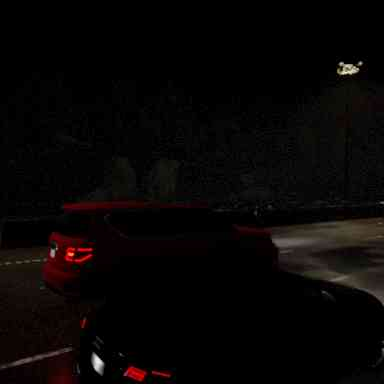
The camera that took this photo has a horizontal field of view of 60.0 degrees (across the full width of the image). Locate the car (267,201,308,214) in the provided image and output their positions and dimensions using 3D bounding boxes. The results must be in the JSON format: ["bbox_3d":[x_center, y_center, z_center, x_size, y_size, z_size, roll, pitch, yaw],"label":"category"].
[{"bbox_3d":[10.780,1.677,37.481,4.718,1.301,1.895,0,0,-35],"label":"car"}]

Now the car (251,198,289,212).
[{"bbox_3d":[9.618,1.578,40.947,4.892,1.490,1.837,0,0,-35],"label":"car"}]

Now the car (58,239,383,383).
[{"bbox_3d":[0.746,1.585,4.280,4.181,1.385,1.994,0,0,-36],"label":"car"}]

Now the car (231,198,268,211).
[{"bbox_3d":[7.588,1.578,43.797,4.892,1.490,1.837,0,0,-35],"label":"car"}]

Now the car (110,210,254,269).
[{"bbox_3d":[-0.259,1.538,12.162,4.902,1.511,2.128,0,0,-36],"label":"car"}]

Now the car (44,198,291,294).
[{"bbox_3d":[-0.421,1.250,7.761,5.566,2.045,2.150,0,0,-36],"label":"car"}]

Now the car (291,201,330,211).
[{"bbox_3d":[12.818,1.677,34.636,4.718,1.301,1.895,0,0,-35],"label":"car"}]

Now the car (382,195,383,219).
[{"bbox_3d":[15.736,1.306,23.562,5.566,2.045,2.150,0,0,-35],"label":"car"}]
